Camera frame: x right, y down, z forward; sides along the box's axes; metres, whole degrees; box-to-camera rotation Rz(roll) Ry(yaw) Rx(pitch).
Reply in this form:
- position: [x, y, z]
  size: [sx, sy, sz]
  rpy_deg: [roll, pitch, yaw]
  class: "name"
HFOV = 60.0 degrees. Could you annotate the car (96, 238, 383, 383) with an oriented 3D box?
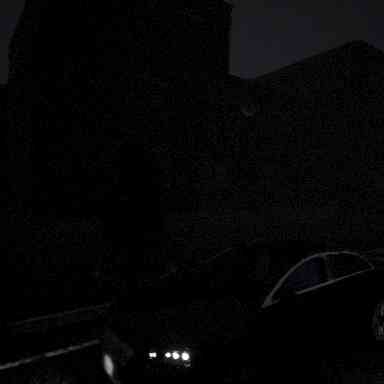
- position: [1.151, 1.497, 4.812]
  size: [4.902, 1.511, 2.128]
  rpy_deg: [0, 0, -36]
  class: "car"
